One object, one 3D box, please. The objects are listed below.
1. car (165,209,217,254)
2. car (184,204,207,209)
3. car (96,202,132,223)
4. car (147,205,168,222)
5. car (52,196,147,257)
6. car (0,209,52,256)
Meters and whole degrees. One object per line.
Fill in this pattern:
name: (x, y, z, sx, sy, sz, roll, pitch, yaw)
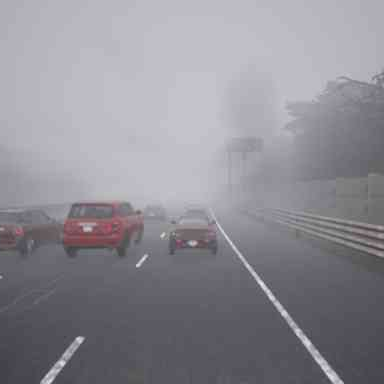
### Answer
car: (0.064, 1.659, 14.082, 1.812, 1.442, 4.674, 0, 0, 1)
car: (0.312, 1.763, 28.929, 1.812, 1.442, 4.674, 0, 0, 2)
car: (-6.689, 1.743, 29.004, 1.837, 1.490, 4.892, 0, 0, 1)
car: (-3.191, 1.801, 28.896, 1.994, 1.385, 4.181, 0, 0, 2)
car: (-3.445, 1.346, 13.759, 2.150, 2.045, 5.566, 0, 0, 1)
car: (-6.942, 1.479, 13.846, 2.097, 1.767, 4.553, 0, -1, 1)
